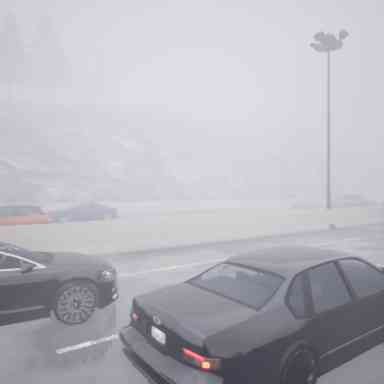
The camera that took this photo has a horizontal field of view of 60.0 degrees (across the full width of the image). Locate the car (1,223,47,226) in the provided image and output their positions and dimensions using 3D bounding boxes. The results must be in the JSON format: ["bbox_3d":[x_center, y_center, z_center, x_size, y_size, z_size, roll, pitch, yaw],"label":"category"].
[{"bbox_3d":[-8.729,1.353,14.962,4.553,1.767,2.097,0,0,-36],"label":"car"}]

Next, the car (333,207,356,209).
[{"bbox_3d":[18.032,1.229,38.334,5.566,2.045,2.150,0,0,-35],"label":"car"}]

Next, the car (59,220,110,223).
[{"bbox_3d":[-7.868,1.479,24.174,5.008,1.535,1.882,0,0,-35],"label":"car"}]

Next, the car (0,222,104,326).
[{"bbox_3d":[-3.655,1.492,5.439,4.902,1.511,2.128,0,0,-35],"label":"car"}]

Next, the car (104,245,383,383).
[{"bbox_3d":[1.689,1.548,4.950,5.357,1.411,2.033,0,0,-36],"label":"car"}]
